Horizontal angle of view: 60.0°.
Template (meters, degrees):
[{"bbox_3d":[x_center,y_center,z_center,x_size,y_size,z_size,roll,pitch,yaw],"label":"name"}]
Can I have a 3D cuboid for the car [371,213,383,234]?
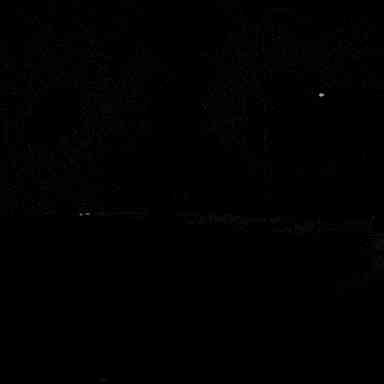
[{"bbox_3d":[11.253,1.430,16.464,1.994,1.385,4.181,0,-2,-36],"label":"car"}]

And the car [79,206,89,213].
[{"bbox_3d":[-20.365,3.233,60.818,1.895,1.301,4.718,-2,-1,-36],"label":"car"}]
